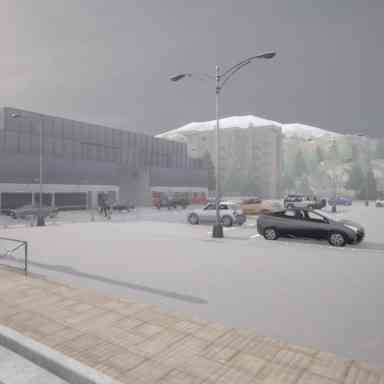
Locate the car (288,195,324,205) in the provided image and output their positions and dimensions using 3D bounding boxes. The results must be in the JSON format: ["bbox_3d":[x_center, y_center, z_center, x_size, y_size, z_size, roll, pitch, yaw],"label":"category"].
[{"bbox_3d":[12.420,1.269,37.747,3.866,1.878,1.905,0,0,35],"label":"car"}]

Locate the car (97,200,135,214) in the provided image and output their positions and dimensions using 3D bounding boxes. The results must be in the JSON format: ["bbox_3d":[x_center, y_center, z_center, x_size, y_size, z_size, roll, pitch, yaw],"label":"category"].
[{"bbox_3d":[-8.765,1.668,38.608,2.128,1.511,4.902,0,0,35],"label":"car"}]

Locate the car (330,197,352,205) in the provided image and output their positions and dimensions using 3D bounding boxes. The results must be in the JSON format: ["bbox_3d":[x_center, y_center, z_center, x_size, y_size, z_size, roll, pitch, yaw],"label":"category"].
[{"bbox_3d":[24.652,1.565,55.418,3.633,1.501,1.845,0,0,35],"label":"car"}]

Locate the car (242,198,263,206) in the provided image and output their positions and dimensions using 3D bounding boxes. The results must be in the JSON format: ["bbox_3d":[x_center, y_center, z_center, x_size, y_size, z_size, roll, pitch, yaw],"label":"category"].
[{"bbox_3d":[10.870,1.777,59.828,1.895,1.301,4.718,0,0,35],"label":"car"}]

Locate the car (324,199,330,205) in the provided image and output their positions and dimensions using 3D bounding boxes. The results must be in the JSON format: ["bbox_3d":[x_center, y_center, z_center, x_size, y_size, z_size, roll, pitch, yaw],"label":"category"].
[{"bbox_3d":[13.769,1.289,40.354,4.605,1.855,1.932,0,0,35],"label":"car"}]

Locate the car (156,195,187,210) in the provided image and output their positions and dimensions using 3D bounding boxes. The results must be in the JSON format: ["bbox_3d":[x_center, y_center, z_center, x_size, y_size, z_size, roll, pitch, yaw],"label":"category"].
[{"bbox_3d":[-2.730,1.398,47.056,2.150,2.045,5.566,0,0,36],"label":"car"}]

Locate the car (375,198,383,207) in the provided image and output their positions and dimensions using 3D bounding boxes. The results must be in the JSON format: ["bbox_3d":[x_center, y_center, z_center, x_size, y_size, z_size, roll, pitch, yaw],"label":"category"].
[{"bbox_3d":[28.972,1.576,48.688,3.806,1.475,1.970,0,0,35],"label":"car"}]

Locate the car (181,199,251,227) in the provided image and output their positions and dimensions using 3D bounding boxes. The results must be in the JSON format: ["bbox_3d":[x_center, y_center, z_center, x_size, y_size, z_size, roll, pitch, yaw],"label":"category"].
[{"bbox_3d":[1.549,1.424,21.904,3.806,1.475,1.970,0,0,35],"label":"car"}]

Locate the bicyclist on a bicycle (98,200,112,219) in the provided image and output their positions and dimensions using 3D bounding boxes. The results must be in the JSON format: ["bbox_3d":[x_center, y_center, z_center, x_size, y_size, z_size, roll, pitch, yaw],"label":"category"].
[{"bbox_3d":[-7.282,1.477,27.788,1.656,1.620,0.582,0,0,35],"label":"bicyclist on a bicycle"}]

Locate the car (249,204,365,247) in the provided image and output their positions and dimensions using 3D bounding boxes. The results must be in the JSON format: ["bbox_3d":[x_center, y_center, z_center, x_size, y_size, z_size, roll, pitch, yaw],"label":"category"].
[{"bbox_3d":[5.170,1.490,14.834,4.514,1.523,2.007,0,0,35],"label":"car"}]

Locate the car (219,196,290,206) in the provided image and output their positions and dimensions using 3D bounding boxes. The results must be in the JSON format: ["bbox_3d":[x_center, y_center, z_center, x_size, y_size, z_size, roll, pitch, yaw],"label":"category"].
[{"bbox_3d":[5.005,1.345,27.321,5.027,1.636,2.152,0,0,35],"label":"car"}]

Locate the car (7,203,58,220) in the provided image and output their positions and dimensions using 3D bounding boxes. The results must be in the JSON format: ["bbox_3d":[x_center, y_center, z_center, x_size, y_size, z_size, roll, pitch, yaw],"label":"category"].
[{"bbox_3d":[-14.527,1.740,30.514,1.994,1.385,4.181,0,0,35],"label":"car"}]
